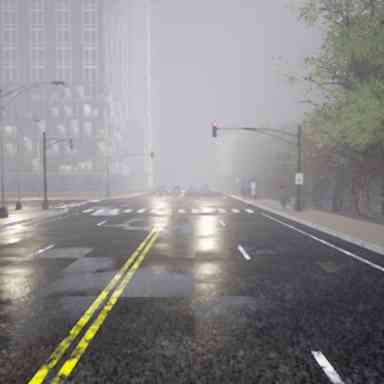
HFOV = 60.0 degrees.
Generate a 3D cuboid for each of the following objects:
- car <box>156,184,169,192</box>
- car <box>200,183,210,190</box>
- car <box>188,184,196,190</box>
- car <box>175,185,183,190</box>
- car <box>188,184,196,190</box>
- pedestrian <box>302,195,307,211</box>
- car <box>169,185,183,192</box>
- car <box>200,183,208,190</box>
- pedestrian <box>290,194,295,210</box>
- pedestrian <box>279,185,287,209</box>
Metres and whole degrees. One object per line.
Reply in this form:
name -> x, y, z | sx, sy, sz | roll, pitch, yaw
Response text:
car -> -6.464, -0.725, 70.330 | 1.812, 1.442, 4.674 | 0, 2, 0
car -> 3.293, -1.292, 82.731 | 2.097, 1.767, 4.553 | 0, 2, 0
car -> 0.043, -1.096, 82.769 | 1.994, 1.385, 4.181 | 0, 2, 0
car -> -3.206, -1.228, 85.874 | 1.895, 1.301, 4.718 | 0, 2, 0
car -> 0.047, -1.445, 92.794 | 2.033, 1.411, 5.357 | 0, 2, 0
pedestrian -> 8.045, 0.763, 23.658 | 0.500, 1.100, 0.500 | 0, 2, 0
car -> -3.214, -0.771, 70.328 | 1.882, 1.535, 5.008 | 0, 2, 0
car -> 3.297, -1.629, 92.756 | 2.097, 1.767, 4.553 | 0, 2, 0
pedestrian -> 7.346, 0.644, 24.255 | 0.375, 1.300, 0.375 | 0, 2, 0
pedestrian -> 6.795, 0.345, 24.843 | 0.375, 1.860, 0.375 | 0, 2, 0
